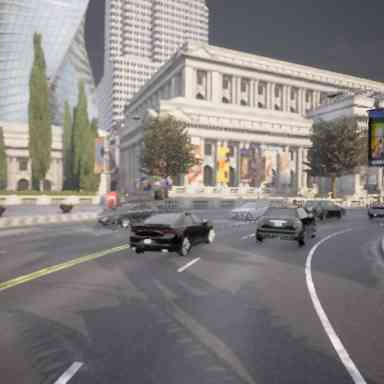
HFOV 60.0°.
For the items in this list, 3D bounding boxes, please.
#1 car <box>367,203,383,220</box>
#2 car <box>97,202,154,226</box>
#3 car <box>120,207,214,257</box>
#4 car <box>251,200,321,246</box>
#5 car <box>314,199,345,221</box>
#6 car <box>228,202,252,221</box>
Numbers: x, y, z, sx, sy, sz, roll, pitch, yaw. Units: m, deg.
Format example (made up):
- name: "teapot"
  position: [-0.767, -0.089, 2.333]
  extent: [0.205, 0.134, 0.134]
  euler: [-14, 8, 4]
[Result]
- name: "car"
  position: [17.221, 1.705, 28.730]
  extent: [4.902, 1.511, 2.128]
  euler: [1, 0, -31]
- name: "car"
  position: [-4.064, 1.469, 22.125]
  extent: [1.837, 1.490, 4.892]
  euler: [0, 0, 32]
- name: "car"
  position: [-0.585, 1.478, 13.195]
  extent: [1.882, 1.535, 5.008]
  euler: [0, 0, 21]
- name: "car"
  position: [4.672, 1.414, 16.082]
  extent: [2.097, 1.767, 4.553]
  euler: [1, 0, 28]
- name: "car"
  position: [11.445, 1.499, 28.989]
  extent: [4.553, 1.767, 2.097]
  euler: [1, 0, -39]
- name: "car"
  position: [5.066, 1.598, 28.304]
  extent: [4.674, 1.442, 1.812]
  euler: [1, 0, -44]
